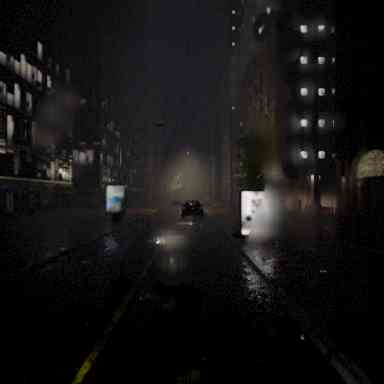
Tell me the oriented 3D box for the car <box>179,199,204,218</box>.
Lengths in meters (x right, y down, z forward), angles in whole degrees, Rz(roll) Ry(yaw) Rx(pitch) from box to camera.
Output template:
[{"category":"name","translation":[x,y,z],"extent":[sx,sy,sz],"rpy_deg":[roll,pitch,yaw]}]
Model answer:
[{"category":"car","translation":[0.061,1.571,33.001],"extent":[2.097,1.767,4.553],"rpy_deg":[0,0,0]}]

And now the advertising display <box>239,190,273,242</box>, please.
[{"category":"advertising display","translation":[3.009,1.119,15.628],"extent":[1.540,2.440,0.280],"rpy_deg":[0,0,0]}]

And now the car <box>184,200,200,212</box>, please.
[{"category":"car","translation":[0.002,1.845,43.813],"extent":[2.033,1.411,5.357],"rpy_deg":[0,0,0]}]

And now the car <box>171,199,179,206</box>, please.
[{"category":"car","translation":[-2.788,2.004,62.580],"extent":[1.994,1.385,4.181],"rpy_deg":[0,0,1]}]
